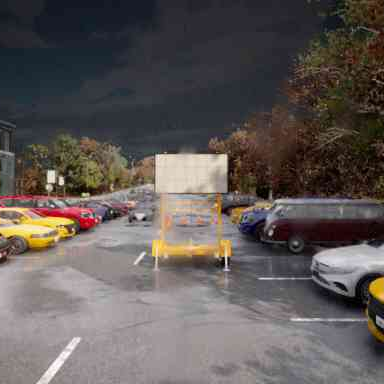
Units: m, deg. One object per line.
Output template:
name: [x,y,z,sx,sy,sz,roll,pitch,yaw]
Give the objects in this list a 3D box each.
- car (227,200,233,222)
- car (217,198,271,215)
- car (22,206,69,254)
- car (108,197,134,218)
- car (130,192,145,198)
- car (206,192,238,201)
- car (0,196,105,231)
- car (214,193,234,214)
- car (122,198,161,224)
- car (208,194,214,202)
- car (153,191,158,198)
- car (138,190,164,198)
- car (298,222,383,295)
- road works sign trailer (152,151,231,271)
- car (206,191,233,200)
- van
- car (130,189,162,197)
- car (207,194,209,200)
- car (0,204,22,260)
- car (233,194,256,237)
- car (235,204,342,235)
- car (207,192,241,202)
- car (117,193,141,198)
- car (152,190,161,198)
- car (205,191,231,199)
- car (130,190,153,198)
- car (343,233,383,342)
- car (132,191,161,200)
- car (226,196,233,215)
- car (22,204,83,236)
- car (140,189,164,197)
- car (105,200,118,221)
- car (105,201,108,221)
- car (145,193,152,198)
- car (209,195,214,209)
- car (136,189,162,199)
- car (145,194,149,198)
car: [5.000,1.480,21.291,5.008,1.535,2.097,0,0,0]
car: [4.992,1.410,32.447,5.008,1.535,2.097,0,1,0]
car: [-7.875,1.478,12.755,5.366,1.575,1.946,0,0,0]
car: [-8.094,1.442,29.466,5.008,1.535,2.097,0,1,0]
car: [-8.071,1.204,37.821,4.553,1.767,2.185,0,1,0]
car: [5.132,0.750,57.412,5.366,1.575,1.946,0,2,0]
car: [-8.041,1.230,18.321,5.566,2.045,2.435,0,0,0]
car: [5.020,1.189,29.656,5.566,2.045,2.435,0,1,0]
car: [-3.541,1.483,24.977,2.128,1.511,4.902,0,0,0]
car: [4.963,1.211,43.469,4.892,1.521,2.231,0,2,0]
car: [-8.154,0.999,51.764,4.792,1.488,2.163,0,2,0]
car: [-8.118,0.394,65.679,4.792,1.488,2.163,0,3,0]
car: [5.031,1.522,7.243,4.674,1.452,2.002,0,0,0]
road works sign trailer: [-0.018,0.466,10.893,2.380,3.560,2.880,0,0,0]
car: [4.970,0.660,60.203,4.792,1.488,2.163,0,3,0]
van: [4.903,1.255,12.812,4.442,1.987,1.878,0,0,0]
car: [-8.105,0.504,57.317,5.566,2.045,2.435,0,2,0]
car: [4.959,1.134,46.386,5.008,1.535,2.097,0,2,0]
car: [-8.088,1.356,10.096,4.553,1.767,2.185,0,0,0]
car: [4.986,1.230,15.598,5.566,2.045,2.435,0,0,0]
car: [5.195,1.478,18.383,5.366,1.575,1.946,0,0,0]
car: [5.136,0.863,54.619,5.366,1.575,1.946,0,2,0]
car: [-8.066,1.250,35.041,4.553,1.767,2.185,0,1,0]
car: [-8.135,0.869,54.540,4.892,1.521,2.231,0,2,0]
car: [4.939,0.533,63.112,4.674,1.452,2.002,0,3,0]
car: [-8.147,1.014,46.180,4.553,1.767,2.185,0,2,0]
car: [5.038,1.481,4.458,5.008,1.535,2.097,0,0,0]
car: [-8.144,0.633,60.119,5.008,1.535,2.097,0,2,0]
car: [5.032,1.349,24.076,4.553,1.767,2.185,0,0,0]
car: [-8.071,1.481,15.538,5.008,1.535,2.097,0,0,0]
car: [-8.181,0.255,68.459,4.792,1.488,2.163,0,3,0]
car: [-8.108,1.505,23.890,4.792,1.488,2.163,0,0,0]
car: [-8.077,1.521,21.104,4.674,1.452,2.002,0,0,0]
car: [-8.140,1.241,43.397,4.792,1.488,2.163,0,1,0]
car: [4.797,1.369,35.236,5.366,1.575,1.946,0,1,0]
car: [-8.112,0.377,62.889,4.553,1.767,2.185,0,3,0]
car: [-8.077,1.304,40.610,4.792,1.488,2.163,0,1,0]
